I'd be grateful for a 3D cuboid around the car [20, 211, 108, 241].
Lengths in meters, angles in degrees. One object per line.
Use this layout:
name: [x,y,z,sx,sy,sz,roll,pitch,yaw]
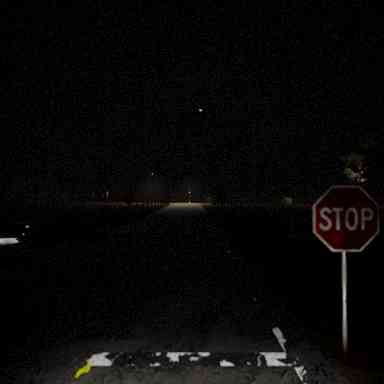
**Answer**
car: [-6.508,1.671,17.133,4.181,1.385,1.994,1,0,-30]
